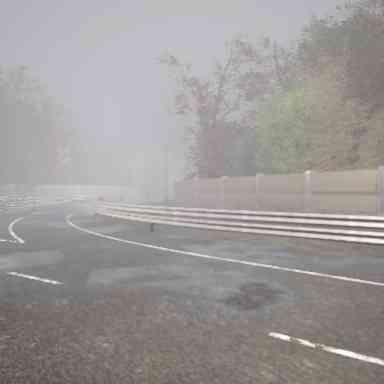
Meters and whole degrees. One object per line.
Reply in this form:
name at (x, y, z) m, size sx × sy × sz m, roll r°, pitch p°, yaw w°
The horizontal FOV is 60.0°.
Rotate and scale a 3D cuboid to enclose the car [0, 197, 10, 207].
car at (-24.955, 1.384, 43.193) m, size 1.994 × 1.385 × 4.181 m, roll 0°, pitch 0°, yaw 39°
